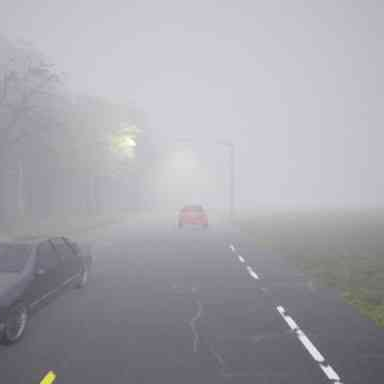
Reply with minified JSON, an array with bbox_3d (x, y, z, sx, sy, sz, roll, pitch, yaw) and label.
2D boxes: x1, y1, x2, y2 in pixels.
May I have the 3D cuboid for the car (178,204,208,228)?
[{"bbox_3d":[0.081,1.753,25.560,2.097,1.767,4.553,0,-1,0],"label":"car"}]

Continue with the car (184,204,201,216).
[{"bbox_3d":[0.097,2.344,44.330,2.128,1.511,4.902,0,-1,0],"label":"car"}]

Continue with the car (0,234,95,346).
[{"bbox_3d":[-3.526,1.618,6.718,2.033,1.411,5.357,0,-1,0],"label":"car"}]
